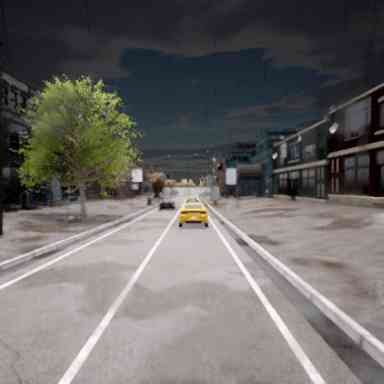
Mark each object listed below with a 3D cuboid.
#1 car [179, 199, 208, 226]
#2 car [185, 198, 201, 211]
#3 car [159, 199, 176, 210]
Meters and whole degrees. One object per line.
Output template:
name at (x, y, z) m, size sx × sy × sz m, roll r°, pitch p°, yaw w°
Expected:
car at (0.099, 1.493, 23.452) m, size 1.882 × 1.535 × 5.008 m, roll 0°, pitch 0°, yaw 0°
car at (0.097, 1.523, 41.935) m, size 1.994 × 1.385 × 4.181 m, roll 0°, pitch 0°, yaw 0°
car at (-3.088, 1.561, 41.928) m, size 1.895 × 1.301 × 4.718 m, roll 0°, pitch 0°, yaw 0°
